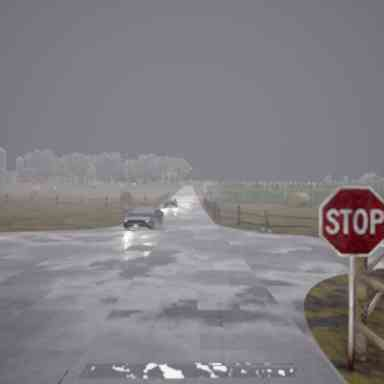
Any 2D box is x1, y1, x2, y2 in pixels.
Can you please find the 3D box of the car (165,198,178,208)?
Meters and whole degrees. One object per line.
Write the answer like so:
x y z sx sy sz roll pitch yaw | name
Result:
-3.063 1.553 48.604 1.895 1.301 4.718 0 1 0 | car

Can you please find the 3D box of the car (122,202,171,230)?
-3.048 1.647 22.434 2.033 1.411 5.357 0 0 6 | car
